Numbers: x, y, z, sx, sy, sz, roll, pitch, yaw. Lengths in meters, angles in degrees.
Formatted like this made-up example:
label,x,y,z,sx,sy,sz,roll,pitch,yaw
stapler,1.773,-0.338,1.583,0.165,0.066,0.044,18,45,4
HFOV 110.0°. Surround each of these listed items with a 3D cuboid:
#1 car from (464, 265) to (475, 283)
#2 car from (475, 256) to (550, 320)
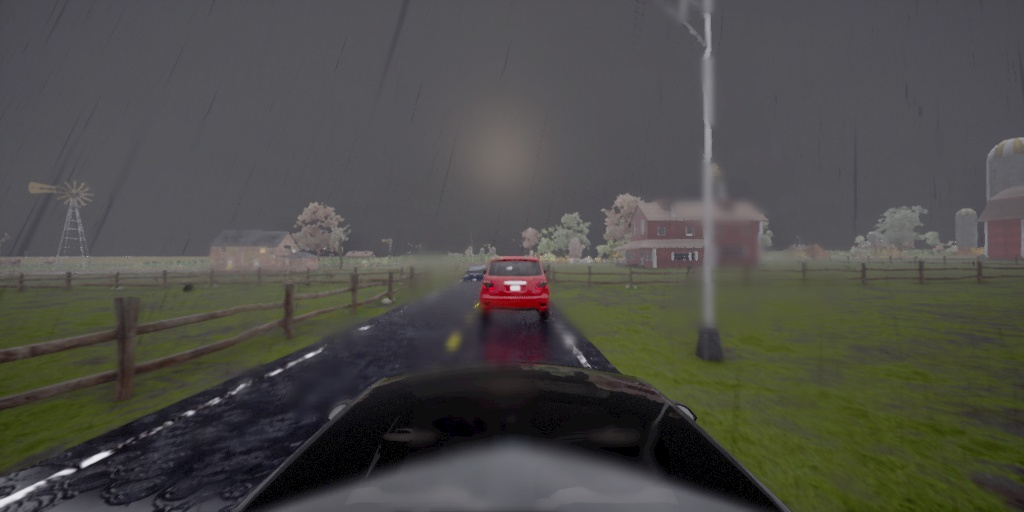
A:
label,x,y,z,sx,sy,sz,roll,pitch,yaw
car,-2.849,1.470,30.199,2.033,1.411,5.357,0,0,0
car,0.099,1.040,13.055,2.150,2.045,5.566,0,0,0
